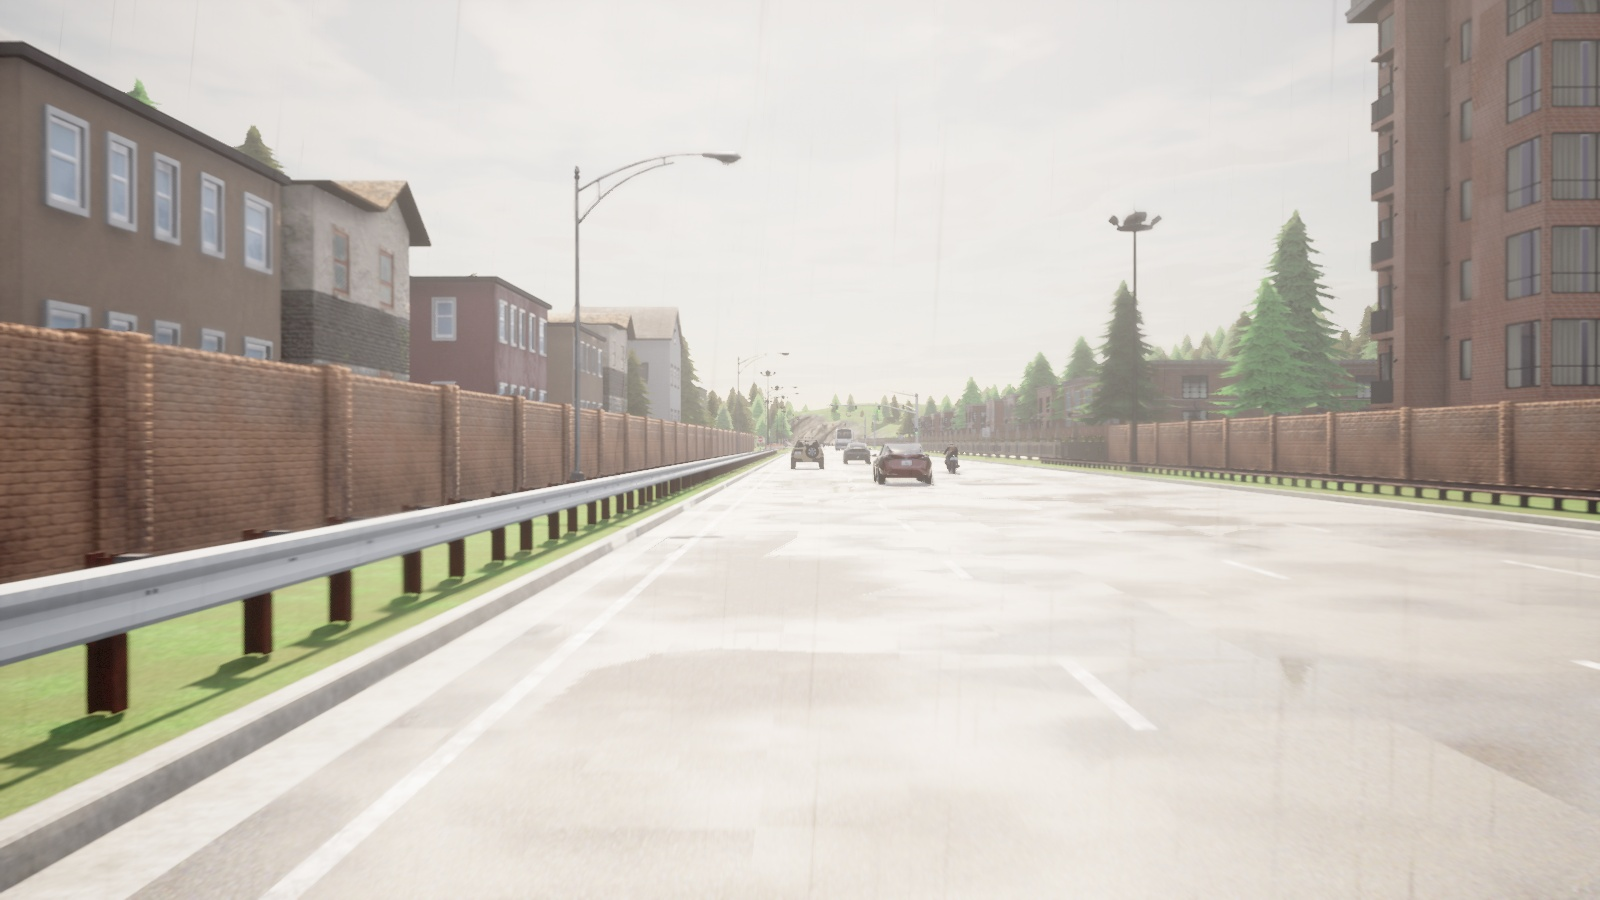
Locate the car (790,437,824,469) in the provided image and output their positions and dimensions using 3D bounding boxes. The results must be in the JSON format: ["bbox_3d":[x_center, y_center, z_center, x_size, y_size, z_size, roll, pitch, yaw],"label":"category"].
[{"bbox_3d":[0.433,0.151,73.490,1.932,1.855,4.605,0,0,0],"label":"car"}]

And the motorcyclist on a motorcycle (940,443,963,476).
[{"bbox_3d":[7.362,0.445,60.945,0.866,1.530,2.191,0,0,0],"label":"motorcyclist on a motorcycle"}]

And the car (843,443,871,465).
[{"bbox_3d":[4.023,0.253,89.371,1.837,1.490,4.892,0,0,0],"label":"car"}]

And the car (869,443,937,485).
[{"bbox_3d":[3.781,0.487,46.716,2.163,1.488,4.792,0,0,0],"label":"car"}]
